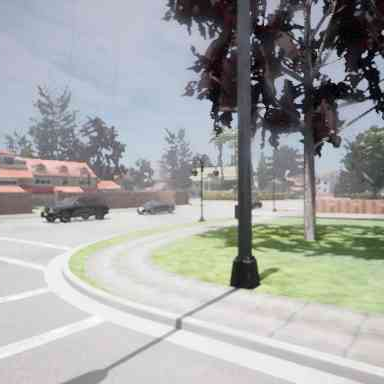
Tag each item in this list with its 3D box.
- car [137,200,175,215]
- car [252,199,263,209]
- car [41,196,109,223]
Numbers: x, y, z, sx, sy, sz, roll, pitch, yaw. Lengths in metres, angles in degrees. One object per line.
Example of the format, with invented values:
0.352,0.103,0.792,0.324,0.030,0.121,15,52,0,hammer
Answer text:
-3.766,1.613,35.331,2.128,1.511,4.902,0,0,34,car
8.229,1.652,46.589,2.033,1.411,5.357,0,0,32,car
-9.343,1.342,27.111,2.150,2.045,5.566,0,0,35,car
